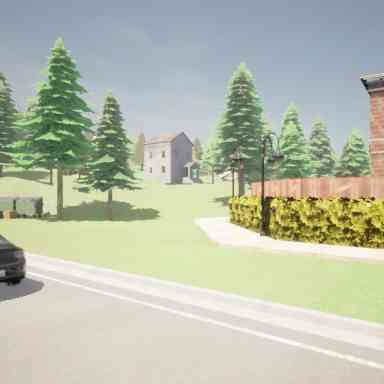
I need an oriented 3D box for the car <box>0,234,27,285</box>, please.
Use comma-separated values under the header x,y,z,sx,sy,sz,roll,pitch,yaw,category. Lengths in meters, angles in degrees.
x,y,z,sx,sy,sz,roll,pitch,yaw,category
-5.867,1.526,8.176,4.674,1.442,1.812,0,0,36,car
